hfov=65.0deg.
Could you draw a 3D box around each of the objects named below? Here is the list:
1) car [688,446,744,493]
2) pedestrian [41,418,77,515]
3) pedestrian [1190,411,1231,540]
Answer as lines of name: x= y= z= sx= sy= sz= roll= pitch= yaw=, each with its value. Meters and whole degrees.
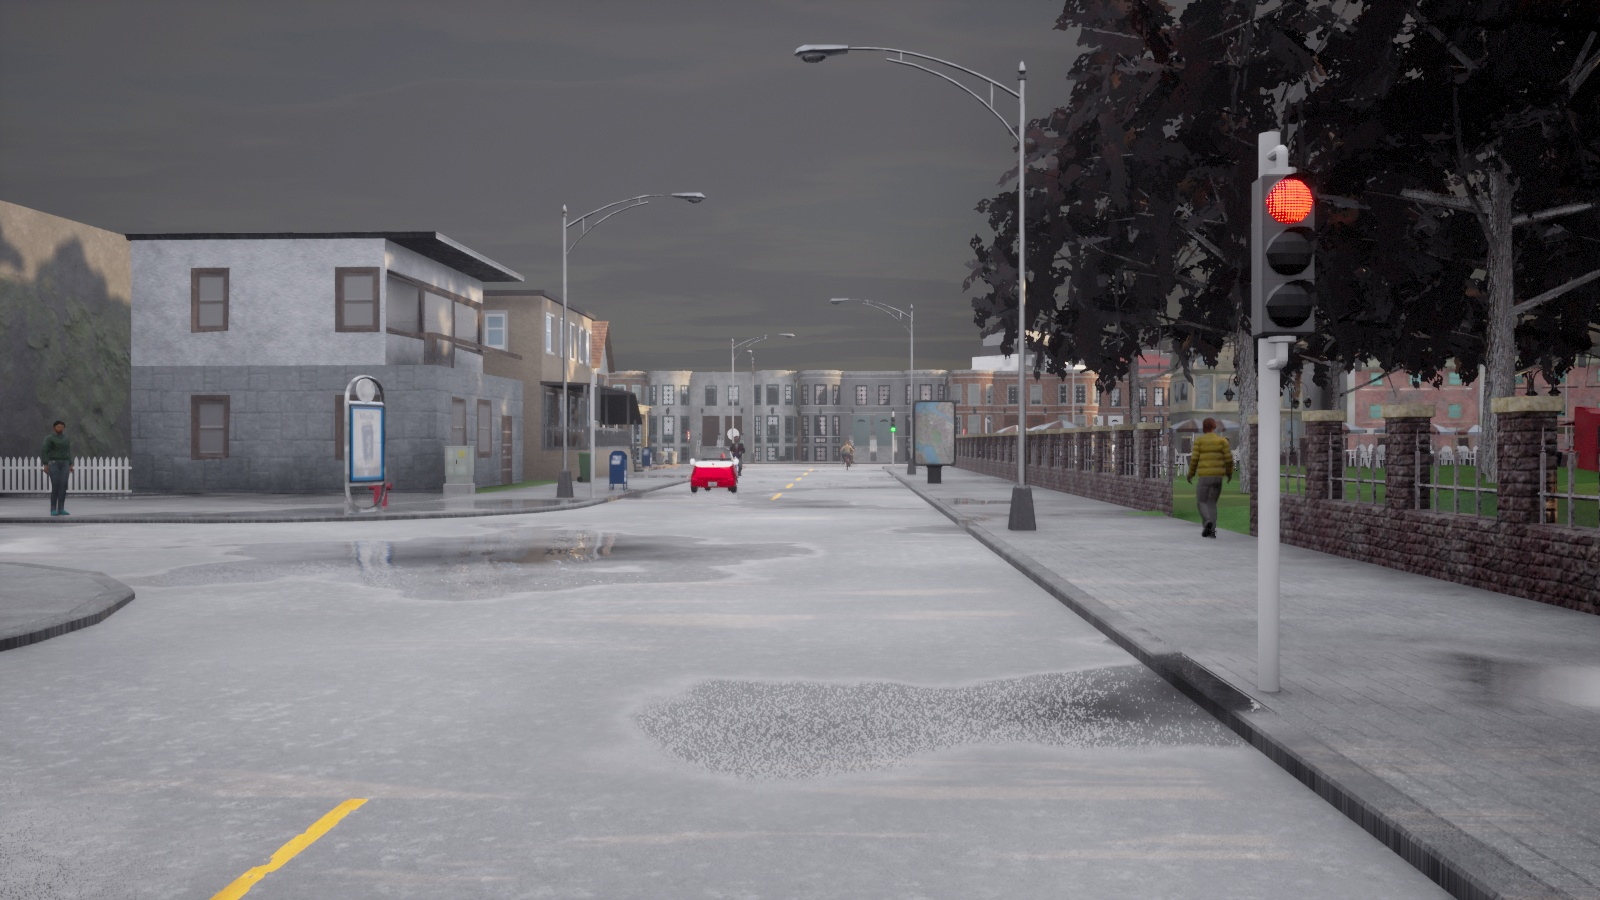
car: x=-2.562 y=0.582 z=38.474 sx=1.481 sy=1.376 sz=2.207 roll=0 pitch=0 yaw=2
pedestrian: x=-14.293 y=0.308 z=24.213 sx=0.614 sy=1.847 sz=0.353 roll=0 pitch=0 yaw=32
pedestrian: x=5.936 y=0.358 z=18.183 sx=0.370 sy=1.835 sz=0.726 roll=0 pitch=0 yaw=2
